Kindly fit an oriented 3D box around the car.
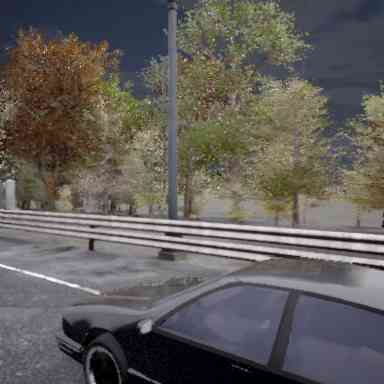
[{"bbox_3d":[0.974,1.369,2.981,5.357,1.411,2.033,0,0,38],"label":"car"}]
